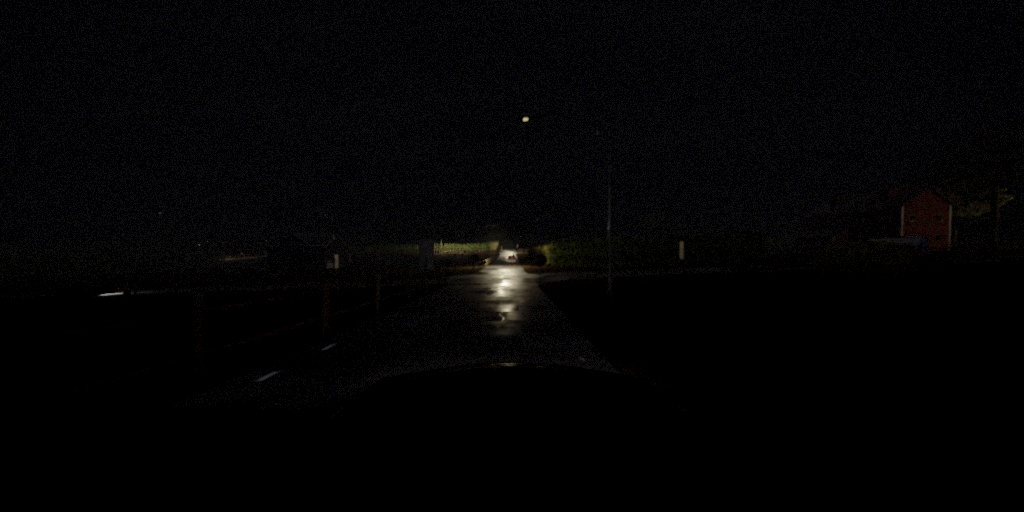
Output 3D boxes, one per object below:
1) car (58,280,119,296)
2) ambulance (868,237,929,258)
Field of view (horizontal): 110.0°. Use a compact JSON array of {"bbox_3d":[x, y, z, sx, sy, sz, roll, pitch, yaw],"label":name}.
[{"bbox_3d":[-40.777,3.002,34.599,4.181,1.385,1.994,-2,2,0],"label":"car"},{"bbox_3d":[39.305,-0.606,37.388,6.366,2.431,2.351,-2,2,0],"label":"ambulance"}]
